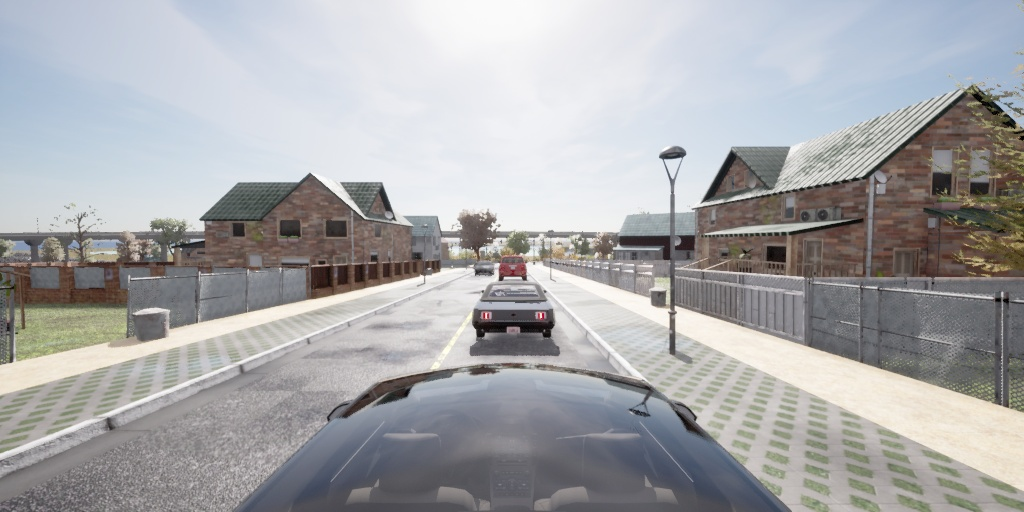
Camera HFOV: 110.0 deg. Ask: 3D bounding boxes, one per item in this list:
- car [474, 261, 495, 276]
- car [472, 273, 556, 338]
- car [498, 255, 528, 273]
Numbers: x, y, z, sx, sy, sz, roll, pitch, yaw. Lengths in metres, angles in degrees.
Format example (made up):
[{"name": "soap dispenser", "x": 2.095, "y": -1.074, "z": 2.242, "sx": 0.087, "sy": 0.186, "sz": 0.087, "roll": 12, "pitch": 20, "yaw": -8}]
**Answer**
[{"name": "car", "x": -2.857, "y": 1.258, "z": 37.719, "sx": 1.837, "sy": 1.490, "sz": 4.892, "roll": 0, "pitch": 0, "yaw": 0}, {"name": "car", "x": 0.054, "y": 1.347, "z": 10.137, "sx": 1.895, "sy": 1.301, "sz": 4.718, "roll": 0, "pitch": 0, "yaw": 0}, {"name": "car", "x": 0.066, "y": 0.970, "z": 28.784, "sx": 2.150, "sy": 2.045, "sz": 5.566, "roll": 0, "pitch": 0, "yaw": 0}]
